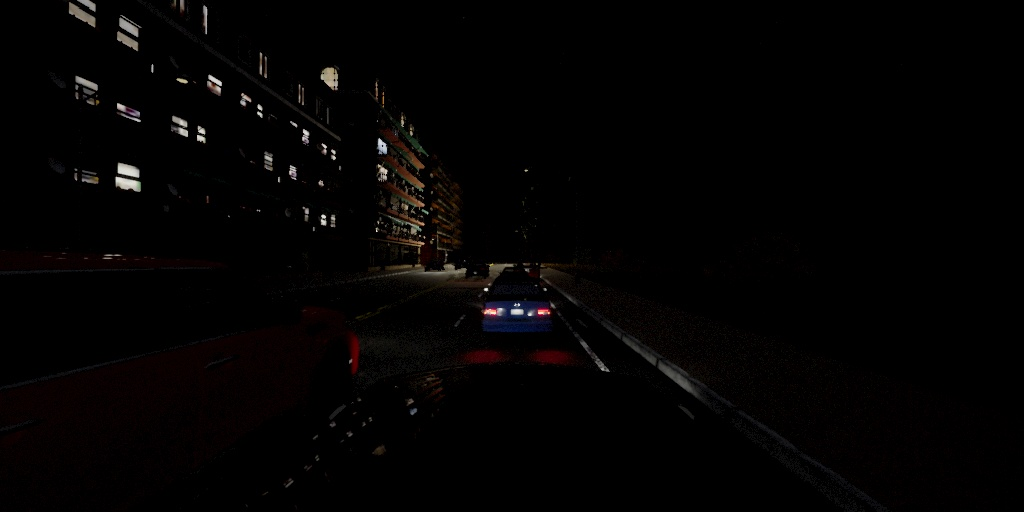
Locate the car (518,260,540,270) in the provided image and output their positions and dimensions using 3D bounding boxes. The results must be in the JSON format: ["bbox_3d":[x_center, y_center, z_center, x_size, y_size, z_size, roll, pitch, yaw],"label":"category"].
[{"bbox_3d":[1.170,1.104,29.811,2.097,1.767,4.553,0,0,0],"label":"car"}]

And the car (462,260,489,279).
[{"bbox_3d":[-3.114,1.280,32.634,1.812,1.442,4.674,0,-1,0],"label":"car"}]

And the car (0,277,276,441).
[{"bbox_3d":[-6.597,1.242,5.934,2.128,1.511,4.902,0,0,0],"label":"car"}]

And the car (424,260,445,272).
[{"bbox_3d":[-9.785,1.279,45.638,1.812,1.442,4.674,0,0,0],"label":"car"}]

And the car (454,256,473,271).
[{"bbox_3d":[-6.543,0.974,49.292,2.150,2.045,5.566,0,0,0],"label":"car"}]

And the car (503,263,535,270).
[{"bbox_3d":[0.116,1.317,20.876,1.994,1.385,4.181,0,0,1],"label":"car"}]

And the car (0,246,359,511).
[{"bbox_3d":[-3.151,0.970,2.510,2.150,2.045,5.566,0,0,0],"label":"car"}]

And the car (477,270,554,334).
[{"bbox_3d":[0.112,1.299,10.542,2.033,1.411,5.357,0,0,0],"label":"car"}]
